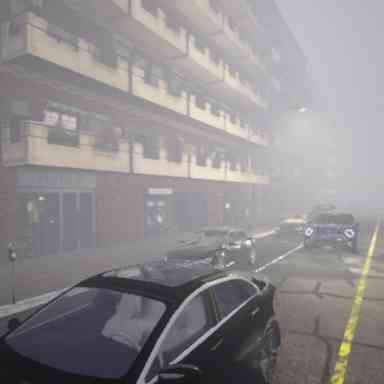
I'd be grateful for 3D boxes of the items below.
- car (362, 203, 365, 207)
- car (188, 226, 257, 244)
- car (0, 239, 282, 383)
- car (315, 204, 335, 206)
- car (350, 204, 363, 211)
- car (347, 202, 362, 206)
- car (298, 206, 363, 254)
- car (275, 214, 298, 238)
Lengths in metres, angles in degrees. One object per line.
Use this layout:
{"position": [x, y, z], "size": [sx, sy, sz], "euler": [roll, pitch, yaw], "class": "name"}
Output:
{"position": [28.884, 2.633, 59.162], "size": [2.192, 1.841, 5.009], "euler": [-2, -2, 30], "class": "car"}
{"position": [0.760, 1.830, 10.719], "size": [2.008, 1.369, 4.403], "euler": [-2, -2, 30], "class": "car"}
{"position": [-0.519, 1.590, 3.331], "size": [2.128, 1.511, 4.902], "euler": [-1, -2, 30], "class": "car"}
{"position": [12.007, 2.009, 30.101], "size": [2.192, 1.841, 5.009], "euler": [-2, -2, 30], "class": "car"}
{"position": [31.702, 3.004, 63.997], "size": [1.802, 1.307, 4.206], "euler": [-2, -2, 30], "class": "car"}
{"position": [26.075, 2.765, 54.311], "size": [2.008, 1.369, 4.403], "euler": [-2, -2, 30], "class": "car"}
{"position": [6.636, 1.708, 15.470], "size": [2.097, 1.767, 4.553], "euler": [-1, -2, 30], "class": "car"}
{"position": [6.385, 2.037, 20.406], "size": [2.008, 1.369, 4.403], "euler": [-2, -2, 30], "class": "car"}
